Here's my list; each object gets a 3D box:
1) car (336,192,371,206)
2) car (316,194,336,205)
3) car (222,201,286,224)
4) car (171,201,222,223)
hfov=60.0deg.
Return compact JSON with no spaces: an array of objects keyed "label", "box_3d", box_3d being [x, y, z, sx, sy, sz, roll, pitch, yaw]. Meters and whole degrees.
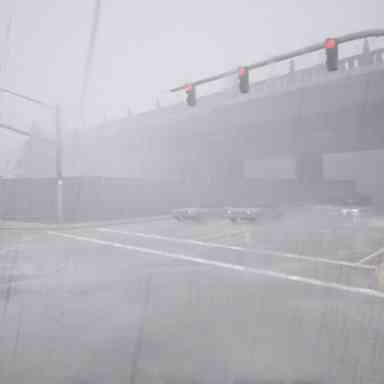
[{"label":"car","box_3d":[18.332,0.756,36.960,2.128,1.511,4.902,0,1,43]},{"label":"car","box_3d":[16.920,0.849,40.558,1.895,1.301,4.718,0,1,44]},{"label":"car","box_3d":[4.350,1.296,22.115,1.895,1.301,4.718,0,1,43]},{"label":"car","box_3d":[0.780,1.345,23.428,1.895,1.301,4.718,0,1,43]}]
